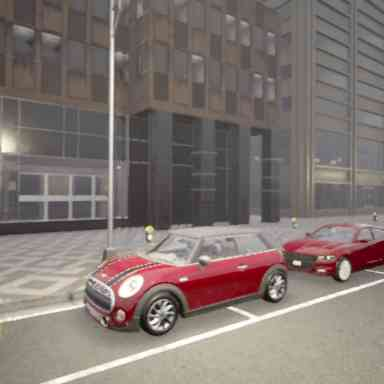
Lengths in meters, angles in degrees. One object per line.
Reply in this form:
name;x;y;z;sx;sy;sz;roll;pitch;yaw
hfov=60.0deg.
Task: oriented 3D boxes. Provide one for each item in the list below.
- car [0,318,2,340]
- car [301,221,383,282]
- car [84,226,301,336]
car;-4.692;1.516;3.294;4.829;1.417;1.752;0;0;-36
car;4.561;1.598;9.907;4.507;1.381;1.887;0;0;-36
car;0.005;1.463;6.650;4.097;1.590;1.967;0;0;-36
